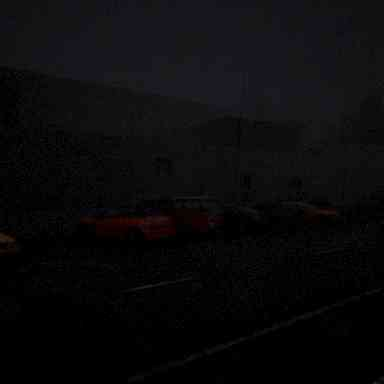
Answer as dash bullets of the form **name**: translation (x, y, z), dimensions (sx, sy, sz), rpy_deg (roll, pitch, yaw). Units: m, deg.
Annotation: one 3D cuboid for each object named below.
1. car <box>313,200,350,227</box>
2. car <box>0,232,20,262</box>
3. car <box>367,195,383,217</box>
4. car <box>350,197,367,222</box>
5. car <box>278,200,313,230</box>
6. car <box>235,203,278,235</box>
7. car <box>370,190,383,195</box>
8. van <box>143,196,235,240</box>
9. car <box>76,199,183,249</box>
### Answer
- **car**: translation (6.870, 1.292, 21.318), dimensions (5.366, 1.575, 1.946), rpy_deg (-1, 0, 34)
- **car**: translation (-7.706, 1.488, 10.911), dimensions (5.366, 1.575, 1.946), rpy_deg (-1, -1, 34)
- **car**: translation (14.003, 1.179, 26.616), dimensions (4.674, 1.452, 2.002), rpy_deg (-1, 0, 34)
- **car**: translation (9.169, 1.280, 23.137), dimensions (4.792, 1.488, 2.163), rpy_deg (-1, 0, 35)
- **car**: translation (4.258, 1.375, 19.697), dimensions (4.792, 1.488, 2.163), rpy_deg (-1, 0, 34)
- **car**: translation (1.857, 1.421, 17.944), dimensions (4.674, 1.452, 2.002), rpy_deg (-1, 0, 34)
- **car**: translation (16.397, 0.829, 28.366), dimensions (5.566, 2.045, 2.435), rpy_deg (-1, 0, 34)
- **van**: translation (-0.474, 1.190, 16.158), dimensions (4.442, 1.987, 1.878), rpy_deg (-1, -1, 34)
- **car**: translation (-2.982, 1.319, 14.463), dimensions (4.553, 1.767, 2.185), rpy_deg (-1, 0, 34)
